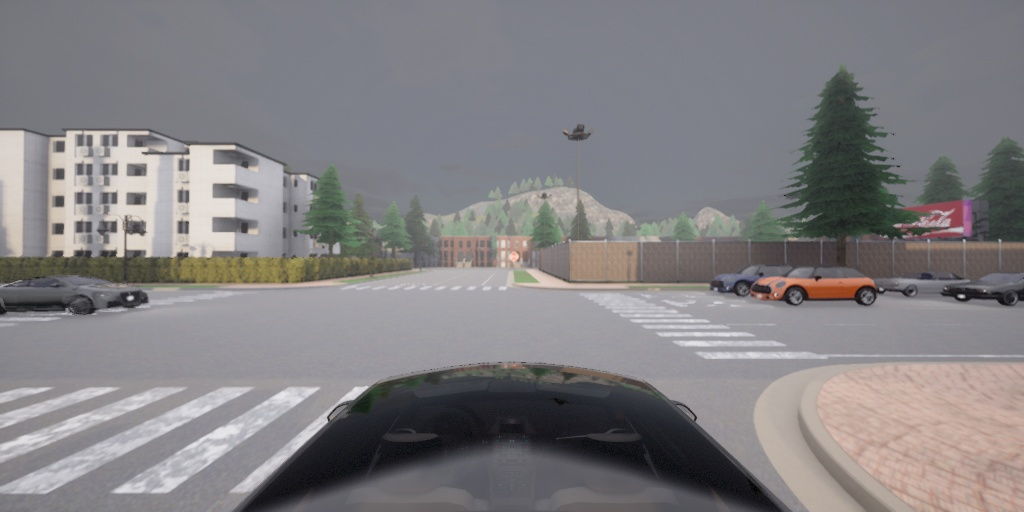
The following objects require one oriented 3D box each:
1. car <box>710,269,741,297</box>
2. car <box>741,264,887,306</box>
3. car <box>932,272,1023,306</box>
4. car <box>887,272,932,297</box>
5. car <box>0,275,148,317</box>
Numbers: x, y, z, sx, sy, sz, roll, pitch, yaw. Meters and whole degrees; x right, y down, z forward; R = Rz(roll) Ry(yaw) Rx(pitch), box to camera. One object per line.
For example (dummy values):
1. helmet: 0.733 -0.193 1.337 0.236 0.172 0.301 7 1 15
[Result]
1. car: 13.444 1.266 19.691 4.553 1.767 2.097 0 0 0
2. car: 13.424 1.237 16.191 4.553 1.767 2.097 0 0 0
3. car: 22.893 1.440 16.126 5.357 1.411 2.033 0 0 0
4. car: 22.434 1.523 19.625 4.718 1.301 1.895 0 0 0
5. car: -16.246 1.396 13.159 4.181 1.385 1.994 0 0 -7
